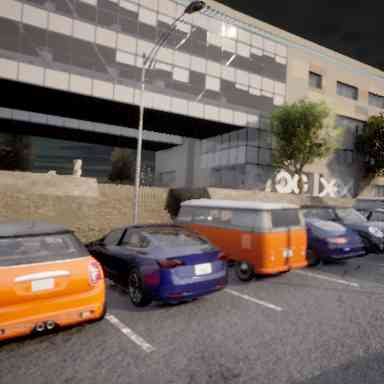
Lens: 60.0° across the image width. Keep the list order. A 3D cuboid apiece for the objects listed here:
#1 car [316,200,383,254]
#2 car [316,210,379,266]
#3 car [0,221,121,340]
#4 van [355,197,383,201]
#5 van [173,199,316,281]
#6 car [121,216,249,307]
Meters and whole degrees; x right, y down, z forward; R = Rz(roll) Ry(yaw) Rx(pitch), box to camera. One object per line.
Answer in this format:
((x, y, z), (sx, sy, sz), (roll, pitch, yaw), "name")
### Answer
((5.683, 1.328, 13.057), (2.185, 1.767, 4.553), (0, 0, -35), "car")
((3.429, 1.499, 11.409), (2.002, 1.452, 4.674), (0, 0, -35), "car")
((-3.378, 1.352, 6.519), (2.185, 1.767, 4.553), (0, 0, -35), "car")
((10.319, 1.215, 16.182), (1.878, 1.987, 4.442), (0, 0, -35), "van")
((1.085, 1.240, 9.884), (1.878, 1.987, 4.442), (0, 0, -35), "van")
((-1.139, 1.501, 8.188), (2.163, 1.488, 4.792), (0, 0, -35), "car")
